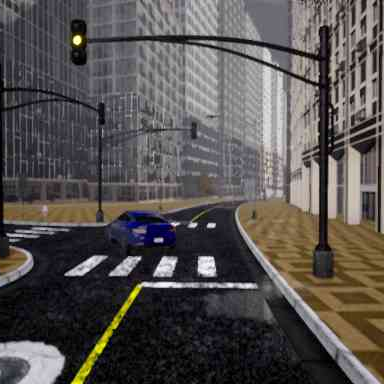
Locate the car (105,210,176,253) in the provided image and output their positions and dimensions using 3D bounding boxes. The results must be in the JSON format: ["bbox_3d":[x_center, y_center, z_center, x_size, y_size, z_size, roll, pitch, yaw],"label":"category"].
[{"bbox_3d":[-2.118,1.442,13.303,1.812,1.442,4.674,0,0,-25],"label":"car"}]

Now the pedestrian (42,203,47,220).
[{"bbox_3d":[-9.298,1.220,21.048,0.500,1.100,0.500,0,0,17],"label":"pedestrian"}]
